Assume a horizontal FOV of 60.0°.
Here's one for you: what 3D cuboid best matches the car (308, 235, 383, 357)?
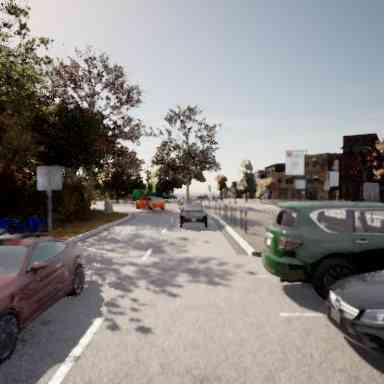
[{"bbox_3d":[4.419,1.528,4.841,4.674,1.452,2.002,0,0,0],"label":"car"}]

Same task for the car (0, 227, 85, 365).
[{"bbox_3d":[-3.347,1.535,5.945,1.812,1.442,4.674,0,0,0],"label":"car"}]

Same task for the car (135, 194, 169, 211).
[{"bbox_3d":[-5.177,1.316,40.318,2.097,1.767,4.553,0,0,-35],"label":"car"}]

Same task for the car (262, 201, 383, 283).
[{"bbox_3d":[4.445,1.240,7.666,5.566,2.045,2.435,0,0,0],"label":"car"}]

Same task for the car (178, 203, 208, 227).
[{"bbox_3d":[0.097,1.501,22.995,2.128,1.511,4.902,0,0,0],"label":"car"}]
